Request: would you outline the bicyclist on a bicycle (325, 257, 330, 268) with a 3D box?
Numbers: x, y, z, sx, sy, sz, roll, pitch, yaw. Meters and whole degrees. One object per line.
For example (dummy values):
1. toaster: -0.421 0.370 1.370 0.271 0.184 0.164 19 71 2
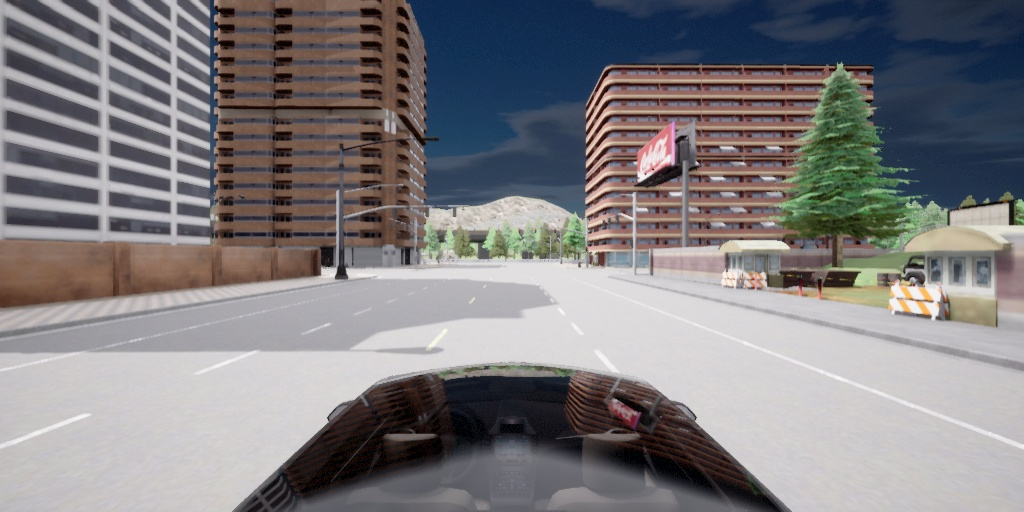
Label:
1. bicyclist on a bicycle: -28.004 1.023 54.398 0.582 1.620 1.656 0 0 0
